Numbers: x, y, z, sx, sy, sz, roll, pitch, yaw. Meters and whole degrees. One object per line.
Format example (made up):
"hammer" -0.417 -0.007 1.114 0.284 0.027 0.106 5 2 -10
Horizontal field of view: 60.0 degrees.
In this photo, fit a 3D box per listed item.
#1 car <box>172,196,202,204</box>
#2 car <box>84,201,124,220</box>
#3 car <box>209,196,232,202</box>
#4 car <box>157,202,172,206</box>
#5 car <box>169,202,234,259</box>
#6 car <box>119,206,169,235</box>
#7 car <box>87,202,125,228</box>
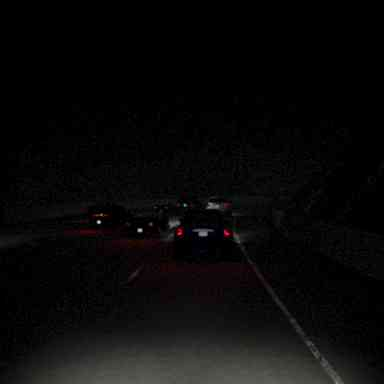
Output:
"car" -0.222 1.464 36.391 2.150 2.045 5.566 0 0 10
"car" -8.151 1.693 31.448 1.882 1.535 5.008 0 0 8
"car" 2.840 1.443 33.779 2.150 2.045 5.566 0 0 10
"car" -3.076 1.869 40.121 1.895 1.301 4.718 0 0 11
"car" 0.493 1.440 13.226 2.097 1.767 4.553 0 0 3
"car" -2.531 1.733 19.619 1.895 1.301 4.718 0 0 5
"car" -5.649 1.667 23.553 1.837 1.490 4.892 0 0 6
